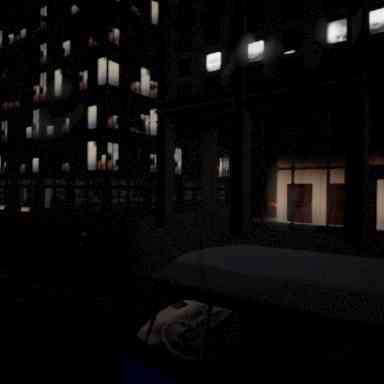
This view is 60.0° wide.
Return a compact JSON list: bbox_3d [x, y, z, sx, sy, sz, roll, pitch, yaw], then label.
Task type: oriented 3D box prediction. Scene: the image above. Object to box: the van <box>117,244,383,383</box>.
[{"bbox_3d":[1.293,1.342,1.940,3.998,1.788,1.690,0,1,35],"label":"van"}]
